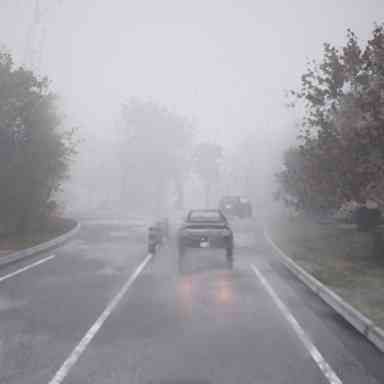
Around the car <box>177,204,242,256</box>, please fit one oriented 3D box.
[{"bbox_3d":[0.552,1.413,12.710,2.128,1.511,4.902,0,0,4],"label":"car"}]

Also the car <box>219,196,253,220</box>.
[{"bbox_3d":[4.006,1.387,30.274,2.150,2.045,5.566,-1,-1,21],"label":"car"}]
